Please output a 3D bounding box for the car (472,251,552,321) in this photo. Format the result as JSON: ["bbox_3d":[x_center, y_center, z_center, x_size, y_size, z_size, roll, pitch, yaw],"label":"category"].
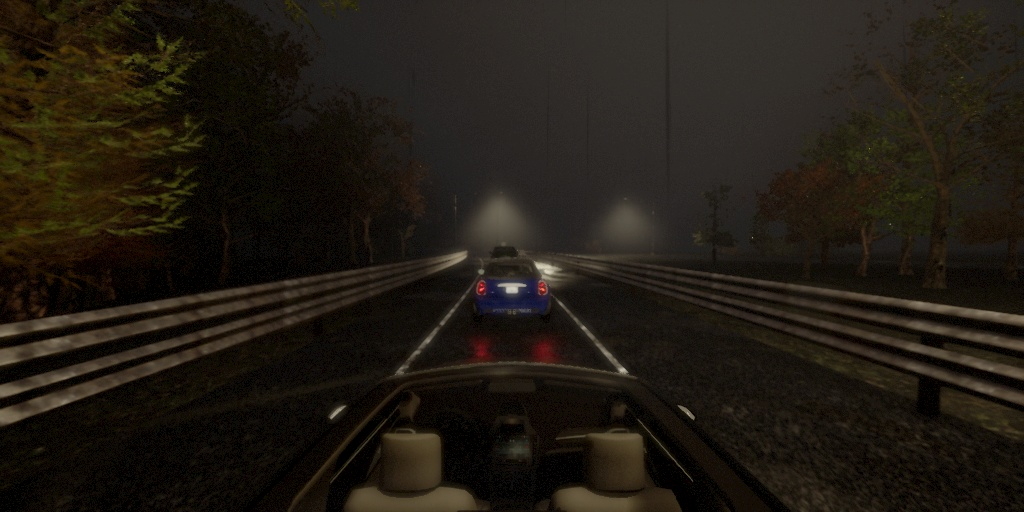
[{"bbox_3d":[-0.021,0.832,11.286,2.097,1.767,4.553,0,2,-1],"label":"car"}]

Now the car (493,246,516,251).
[{"bbox_3d":[-0.621,0.228,28.338,2.150,2.045,5.566,0,1,-3],"label":"car"}]
